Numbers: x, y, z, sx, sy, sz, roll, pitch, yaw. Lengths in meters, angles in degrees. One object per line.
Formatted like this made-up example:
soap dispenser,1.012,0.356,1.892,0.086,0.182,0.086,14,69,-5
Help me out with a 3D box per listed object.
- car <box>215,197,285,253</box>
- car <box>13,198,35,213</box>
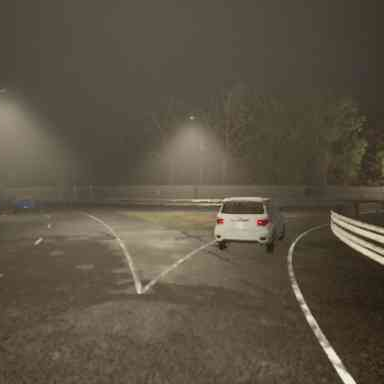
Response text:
car,2.657,1.234,14.227,2.150,2.045,5.566,0,0,21
car,-18.335,1.414,36.304,1.882,1.535,5.008,0,0,-30
